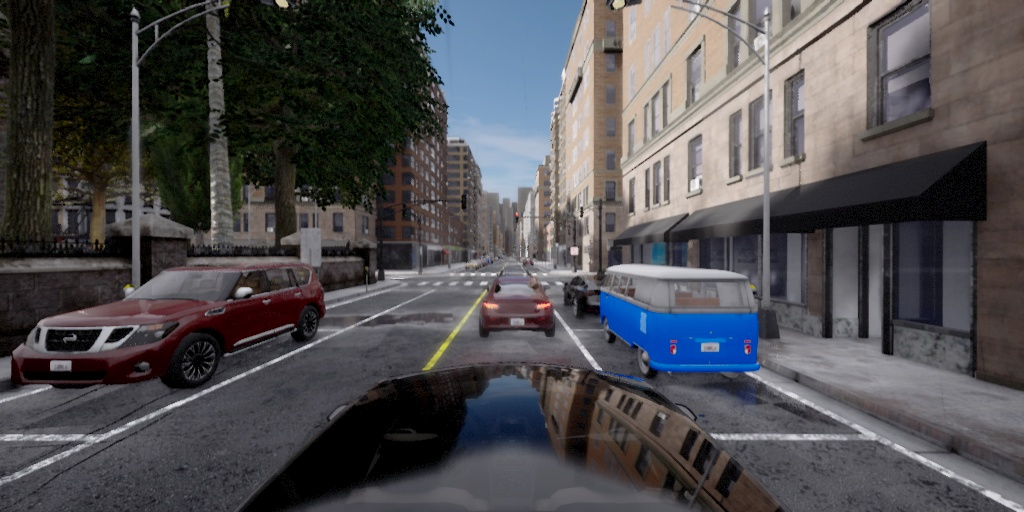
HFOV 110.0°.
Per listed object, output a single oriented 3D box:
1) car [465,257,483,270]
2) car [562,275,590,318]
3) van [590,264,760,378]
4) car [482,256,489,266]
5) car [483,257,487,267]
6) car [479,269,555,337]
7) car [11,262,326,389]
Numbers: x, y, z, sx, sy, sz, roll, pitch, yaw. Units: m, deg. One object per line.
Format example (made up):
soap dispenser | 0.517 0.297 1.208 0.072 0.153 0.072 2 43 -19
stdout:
car | -5.545 1.176 50.533 1.751 1.417 4.829 0 0 0
car | 2.884 1.297 12.693 1.948 1.339 4.313 0 0 0
van | 2.870 1.082 7.033 1.690 1.789 3.998 0 0 0
car | -5.516 1.177 61.604 1.888 1.381 4.507 0 0 0
car | -5.530 1.191 56.153 2.007 1.370 4.403 0 0 0
car | 0.127 1.262 10.073 1.812 1.442 4.674 0 0 0
car | -5.655 1.056 7.014 2.192 1.841 5.009 0 0 0
